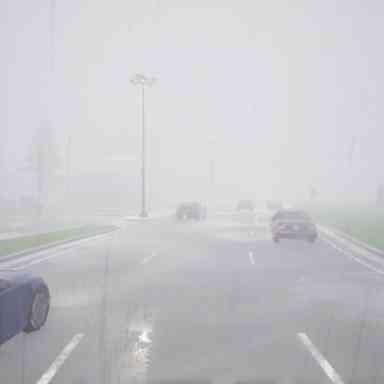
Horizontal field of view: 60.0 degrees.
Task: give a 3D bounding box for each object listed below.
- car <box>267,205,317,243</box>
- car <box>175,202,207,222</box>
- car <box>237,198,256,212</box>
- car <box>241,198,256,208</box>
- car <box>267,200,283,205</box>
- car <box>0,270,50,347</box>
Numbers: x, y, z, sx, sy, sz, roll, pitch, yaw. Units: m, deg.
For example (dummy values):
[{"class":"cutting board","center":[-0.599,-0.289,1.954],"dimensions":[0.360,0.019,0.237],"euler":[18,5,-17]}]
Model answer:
[{"class":"car","center":[4.883,1.573,16.446],"dimensions":[2.033,1.411,5.357],"euler":[0,0,11]},{"class":"car","center":[-0.004,1.547,27.131],"dimensions":[1.837,1.490,4.892],"euler":[0,0,12]},{"class":"car","center":[6.509,1.567,40.454],"dimensions":[1.837,1.490,4.892],"euler":[0,0,12]},{"class":"car","center":[8.614,1.642,50.356],"dimensions":[1.994,1.385,4.181],"euler":[0,0,13]},{"class":"car","center":[10.615,1.667,42.804],"dimensions":[1.895,1.301,4.718],"euler":[0,0,13]},{"class":"car","center":[-3.369,1.532,3.845],"dimensions":[1.812,1.442,4.674],"euler":[0,0,0]}]
